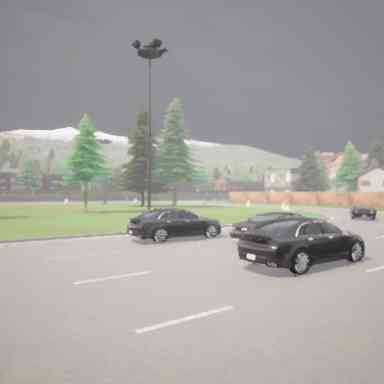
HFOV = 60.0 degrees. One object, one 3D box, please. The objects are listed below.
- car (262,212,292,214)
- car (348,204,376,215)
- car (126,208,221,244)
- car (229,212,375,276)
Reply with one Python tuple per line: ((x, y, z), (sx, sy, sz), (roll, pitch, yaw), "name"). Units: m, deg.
((4.192, 1.624, 15.337), (5.357, 1.411, 2.033), (0, 0, -35), "car")
((15.774, 1.794, 30.990), (1.895, 1.301, 4.718), (0, 0, 21), "car")
((-0.762, 1.560, 16.218), (4.892, 1.490, 1.837), (0, 0, -35), "car")
((3.605, 1.562, 10.617), (4.892, 1.490, 1.837), (0, 0, -36), "car")
